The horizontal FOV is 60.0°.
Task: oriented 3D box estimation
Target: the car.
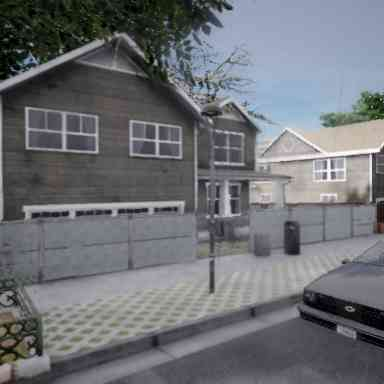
[{"bbox_3d":[4.304,1.545,6.140,5.357,1.411,2.033,0,0,-36],"label":"car"}]
